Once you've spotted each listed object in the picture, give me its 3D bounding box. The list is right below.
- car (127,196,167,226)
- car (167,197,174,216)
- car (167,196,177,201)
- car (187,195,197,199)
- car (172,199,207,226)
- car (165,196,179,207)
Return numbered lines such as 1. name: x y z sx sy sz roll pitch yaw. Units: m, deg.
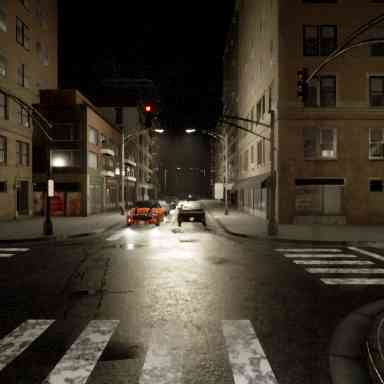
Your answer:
1. car: -3.143 1.344 23.059 2.097 1.767 4.553 0 0 0
2. car: -3.163 1.532 32.514 2.033 1.411 5.357 0 0 0
3. car: -3.177 1.328 42.299 2.097 1.767 4.553 0 0 0
4. car: -0.045 1.444 69.698 2.128 1.511 4.902 0 0 0
5. car: -0.001 1.483 23.218 2.128 1.511 4.902 0 0 0
6. car: -3.165 1.445 52.655 1.882 1.535 5.008 0 0 0
